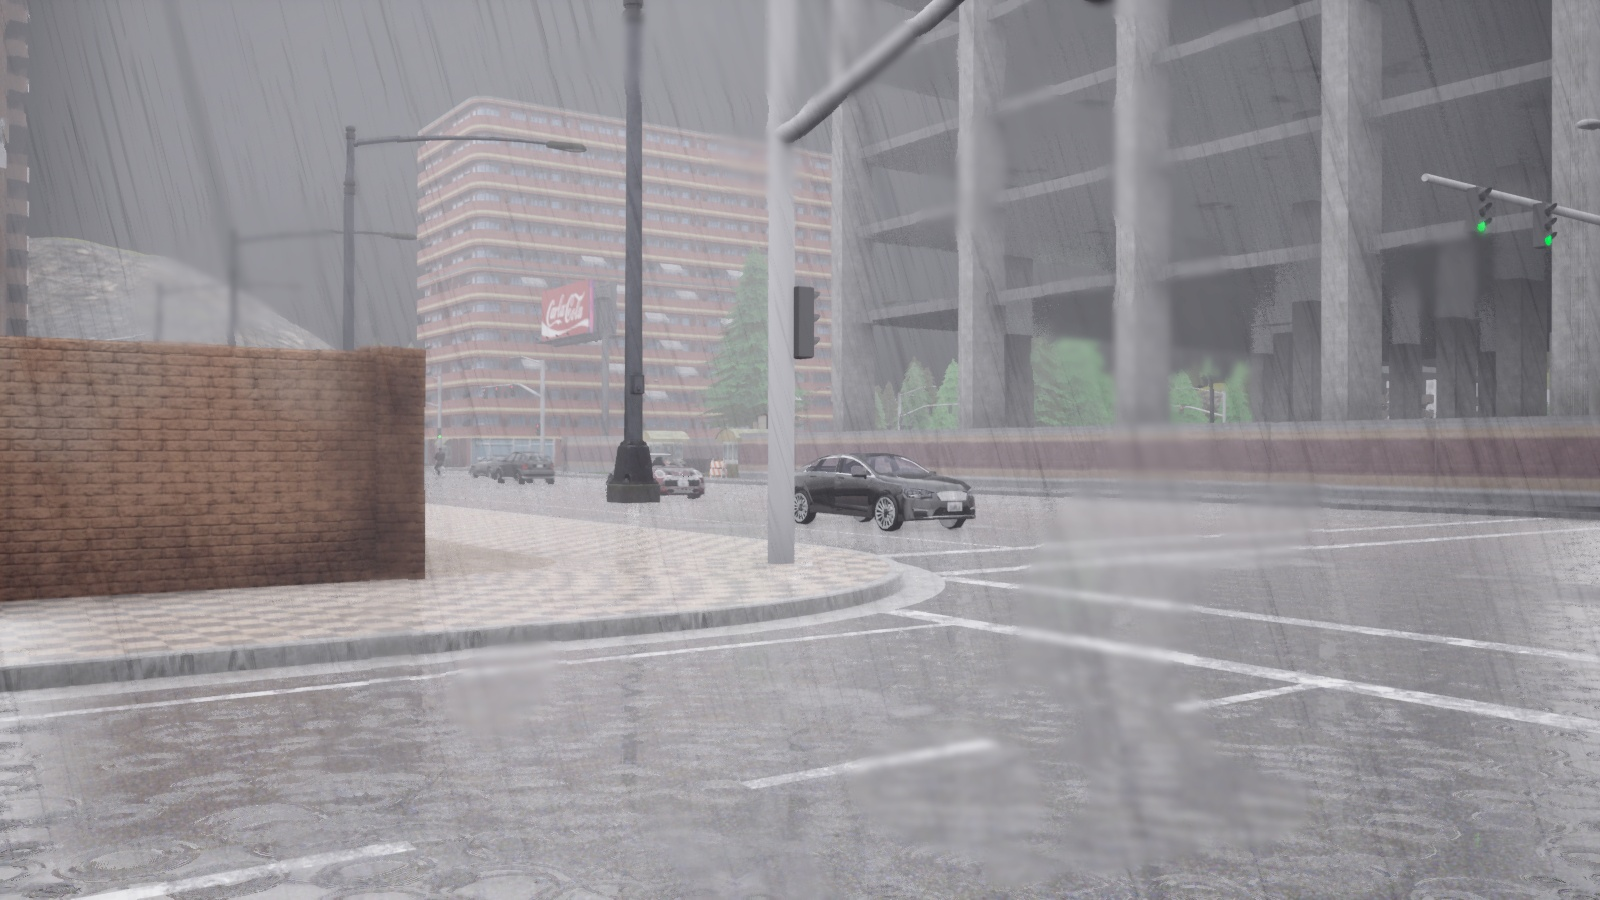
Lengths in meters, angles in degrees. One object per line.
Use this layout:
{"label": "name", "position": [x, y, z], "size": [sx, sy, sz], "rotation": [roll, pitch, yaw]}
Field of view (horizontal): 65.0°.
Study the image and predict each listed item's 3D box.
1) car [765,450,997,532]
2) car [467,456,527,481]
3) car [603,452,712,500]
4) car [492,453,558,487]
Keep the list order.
{"label": "car", "position": [1.523, 0.760, 25.587], "size": [2.128, 1.511, 4.902], "rotation": [0, 0, -34]}
{"label": "car", "position": [-17.371, 1.021, 71.889], "size": [1.994, 1.385, 4.181], "rotation": [0, 0, -34]}
{"label": "car", "position": [-4.678, 0.820, 40.870], "size": [1.970, 1.475, 3.806], "rotation": [0, 0, -34]}
{"label": "car", "position": [-13.027, 0.896, 59.314], "size": [1.789, 1.549, 3.705], "rotation": [0, 0, -34]}
